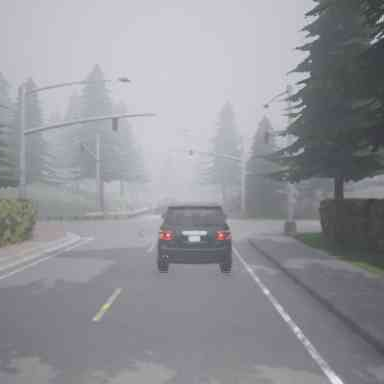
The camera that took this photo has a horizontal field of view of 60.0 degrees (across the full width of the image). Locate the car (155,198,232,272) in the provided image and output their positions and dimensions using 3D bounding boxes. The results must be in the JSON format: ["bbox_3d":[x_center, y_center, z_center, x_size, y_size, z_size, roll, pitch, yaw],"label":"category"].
[{"bbox_3d":[0.083,1.362,11.421,2.150,2.045,5.566,0,-1,0],"label":"car"}]

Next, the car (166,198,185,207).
[{"bbox_3d":[-3.686,2.247,72.489,2.097,1.767,4.553,0,-1,-35],"label":"car"}]

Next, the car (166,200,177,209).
[{"bbox_3d":[-3.883,2.274,62.495,1.837,1.490,4.892,0,-1,-8],"label":"car"}]

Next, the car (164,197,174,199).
[{"bbox_3d":[-3.593,1.862,52.070,2.150,2.045,5.566,0,-1,-1],"label":"car"}]

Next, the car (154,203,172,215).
[{"bbox_3d":[-3.600,2.120,42.157,1.895,1.301,4.718,0,-1,0],"label":"car"}]
